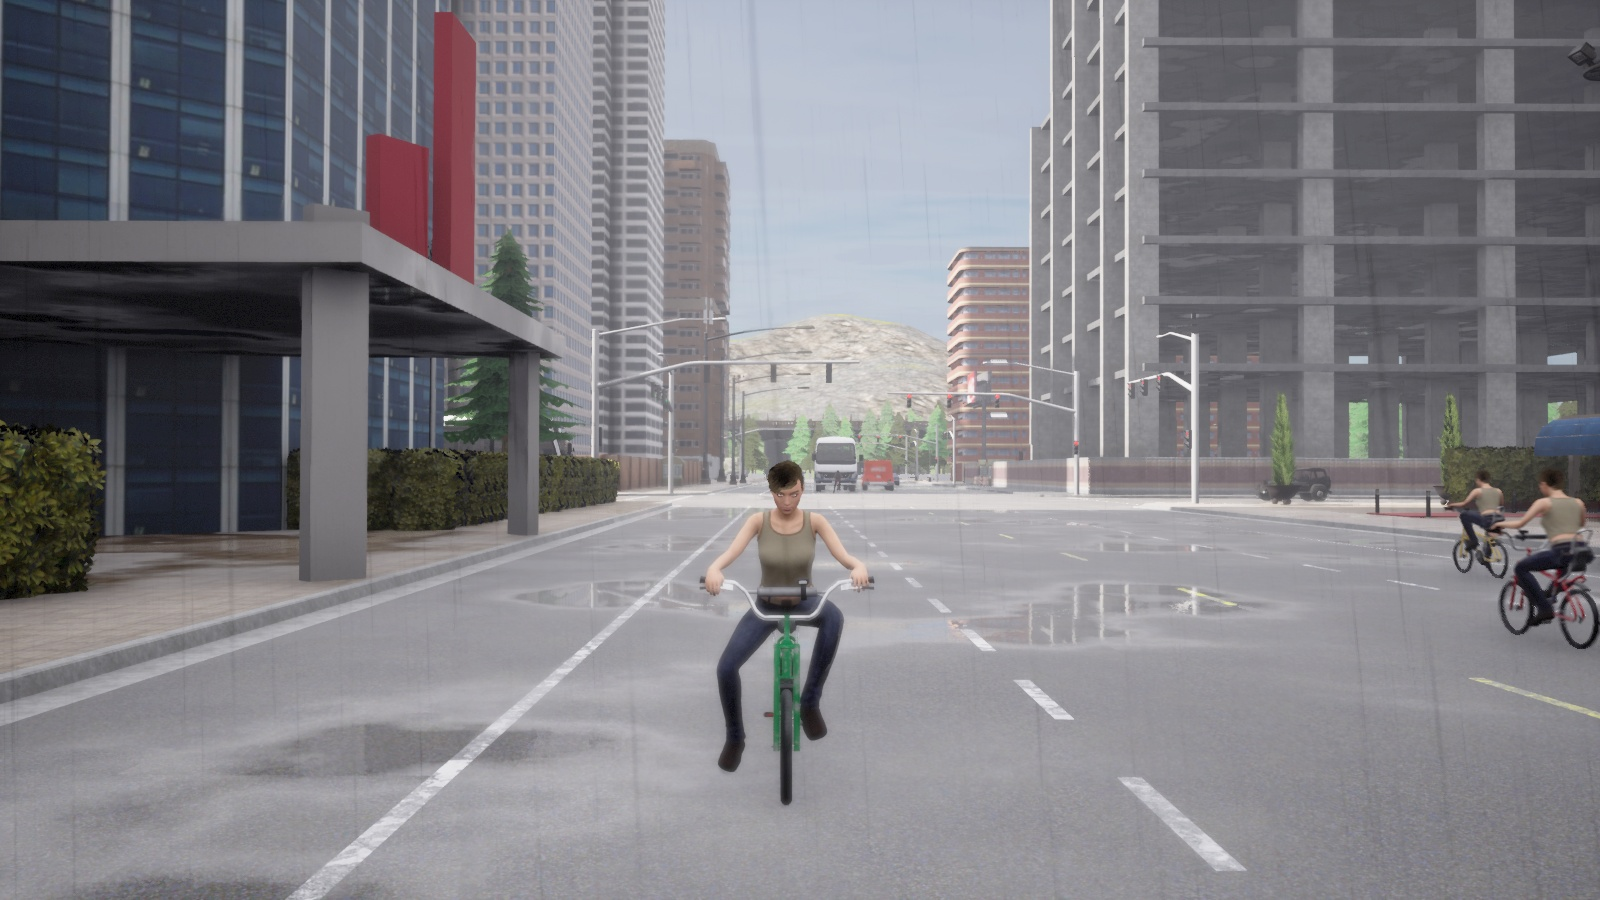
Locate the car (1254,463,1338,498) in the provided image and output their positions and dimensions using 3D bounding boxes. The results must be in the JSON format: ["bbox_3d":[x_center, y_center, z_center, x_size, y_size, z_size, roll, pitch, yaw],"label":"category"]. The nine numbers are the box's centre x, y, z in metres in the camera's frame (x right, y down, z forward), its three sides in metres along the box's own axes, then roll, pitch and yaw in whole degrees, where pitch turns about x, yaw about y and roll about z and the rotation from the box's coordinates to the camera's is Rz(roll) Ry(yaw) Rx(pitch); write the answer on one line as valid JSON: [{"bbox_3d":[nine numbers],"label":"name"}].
[{"bbox_3d":[27.425,1.666,69.556,3.866,1.878,1.905,0,-1,0],"label":"car"}]

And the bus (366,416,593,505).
[{"bbox_3d":[-15.772,0.549,62.540,10.273,4.253,3.944,0,-1,0],"label":"bus"}]

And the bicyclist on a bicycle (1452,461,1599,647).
[{"bbox_3d":[6.910,0.919,11.694,0.866,1.612,1.509,0,-1,-1],"label":"bicyclist on a bicycle"}]

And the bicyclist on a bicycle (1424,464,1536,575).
[{"bbox_3d":[10.345,1.031,19.168,0.866,1.612,1.509,0,-1,0],"label":"bicyclist on a bicycle"}]

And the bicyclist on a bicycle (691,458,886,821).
[{"bbox_3d":[-0.061,0.858,6.372,0.866,1.612,1.509,0,-1,-1],"label":"bicyclist on a bicycle"}]
